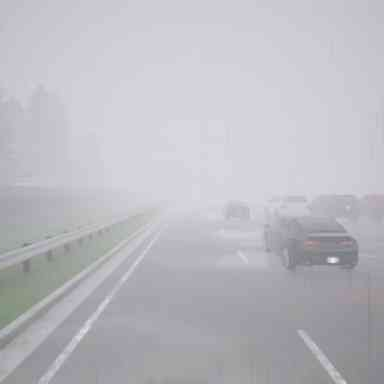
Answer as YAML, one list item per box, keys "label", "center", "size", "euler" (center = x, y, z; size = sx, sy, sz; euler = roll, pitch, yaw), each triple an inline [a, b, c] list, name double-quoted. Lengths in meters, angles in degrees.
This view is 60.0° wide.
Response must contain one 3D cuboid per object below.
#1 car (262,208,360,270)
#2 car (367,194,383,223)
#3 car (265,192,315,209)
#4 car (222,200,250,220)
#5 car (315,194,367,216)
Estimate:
- label: "car"
  center: [3.601, 1.487, 10.916]
  size: [1.837, 1.490, 4.892]
  euler: [0, 0, 0]
- label: "car"
  center: [14.107, 1.180, 25.294]
  size: [2.150, 2.045, 5.566]
  euler: [0, 0, 0]
- label: "car"
  center: [7.107, 1.181, 25.297]
  size: [2.150, 2.045, 5.566]
  euler: [0, 0, 0]
- label: "car"
  center: [3.608, 1.434, 27.821]
  size: [1.882, 1.535, 5.008]
  euler: [0, 0, 0]
- label: "car"
  center: [10.607, 1.181, 25.302]
  size: [2.150, 2.045, 5.566]
  euler: [0, 0, 0]
